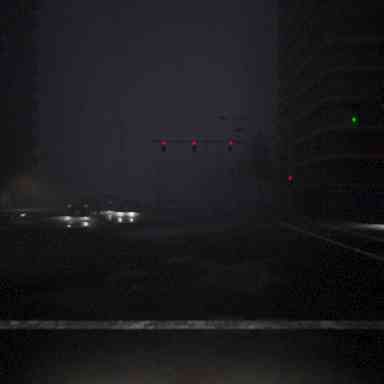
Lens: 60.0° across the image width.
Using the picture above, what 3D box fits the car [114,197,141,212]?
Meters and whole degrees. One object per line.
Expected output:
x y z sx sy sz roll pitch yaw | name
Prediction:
-7.064 1.539 37.757 1.994 1.385 4.181 0 0 1 | car

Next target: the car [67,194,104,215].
-10.591 1.330 32.803 2.097 1.767 4.553 0 0 0 | car

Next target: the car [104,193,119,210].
-10.577 1.193 42.391 2.150 2.045 5.566 0 0 0 | car

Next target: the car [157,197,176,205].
-4.633 1.548 59.150 1.895 1.301 4.718 0 0 -27 | car
